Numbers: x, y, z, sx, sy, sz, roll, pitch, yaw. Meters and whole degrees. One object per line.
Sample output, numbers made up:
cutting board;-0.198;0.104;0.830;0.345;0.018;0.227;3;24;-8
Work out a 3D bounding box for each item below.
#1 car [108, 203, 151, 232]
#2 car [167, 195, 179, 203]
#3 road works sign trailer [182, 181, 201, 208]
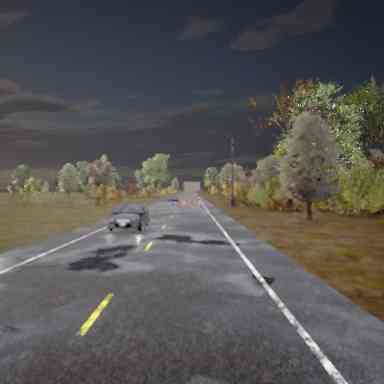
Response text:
car;-3.599;1.414;19.729;2.128;1.511;4.902;0;0;0
car;-3.524;1.281;62.091;1.994;1.385;4.181;0;0;1
road works sign trailer;-0.002;0.274;44.724;2.380;3.560;2.880;0;0;0
